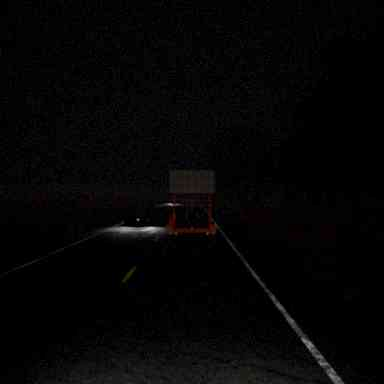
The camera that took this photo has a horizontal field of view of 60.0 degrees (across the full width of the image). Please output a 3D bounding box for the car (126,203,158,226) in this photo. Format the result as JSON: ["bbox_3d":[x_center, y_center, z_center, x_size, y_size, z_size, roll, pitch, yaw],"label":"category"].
[{"bbox_3d":[-3.605,1.600,24.653,1.837,1.490,4.892,0,0,0],"label":"car"}]

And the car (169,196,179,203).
[{"bbox_3d":[-3.534,1.437,65.210,2.128,1.511,4.902,0,1,0],"label":"car"}]

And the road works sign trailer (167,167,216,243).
[{"bbox_3d":[0.006,0.547,16.645,2.380,3.560,2.880,0,0,1],"label":"road works sign trailer"}]
